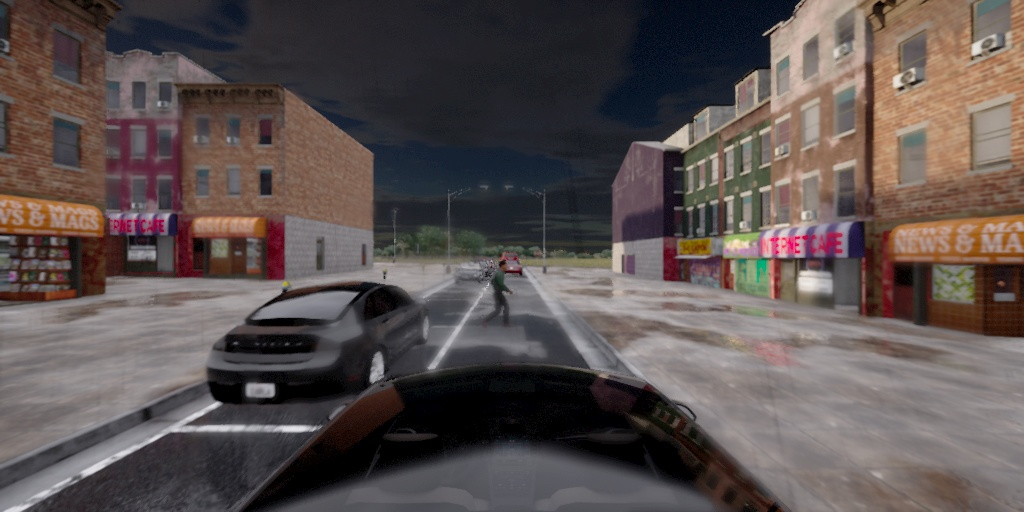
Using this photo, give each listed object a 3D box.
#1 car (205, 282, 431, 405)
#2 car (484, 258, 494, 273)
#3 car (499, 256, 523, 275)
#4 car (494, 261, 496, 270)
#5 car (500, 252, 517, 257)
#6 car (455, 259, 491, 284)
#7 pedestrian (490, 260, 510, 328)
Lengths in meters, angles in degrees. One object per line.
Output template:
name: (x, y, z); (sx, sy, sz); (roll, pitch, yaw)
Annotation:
car: (-2.765, 1.198, 6.353); (1.837, 1.490, 4.892); (0, 1, 0)
car: (-2.728, 1.027, 29.249); (1.948, 1.339, 4.313); (0, 0, 0)
car: (-0.024, 0.993, 32.773); (1.994, 1.385, 4.181); (0, 0, 0)
car: (-2.747, 0.957, 34.789); (1.888, 1.381, 4.507); (0, 0, 0)
car: (-0.402, 0.533, 45.108); (2.150, 2.045, 5.566); (0, 1, -5)
car: (-2.710, 1.060, 23.709); (2.007, 1.370, 4.403); (0, 0, 0)
pedestrian: (-0.307, 0.950, 9.315); (0.375, 1.860, 0.375); (-1, 0, 0)
